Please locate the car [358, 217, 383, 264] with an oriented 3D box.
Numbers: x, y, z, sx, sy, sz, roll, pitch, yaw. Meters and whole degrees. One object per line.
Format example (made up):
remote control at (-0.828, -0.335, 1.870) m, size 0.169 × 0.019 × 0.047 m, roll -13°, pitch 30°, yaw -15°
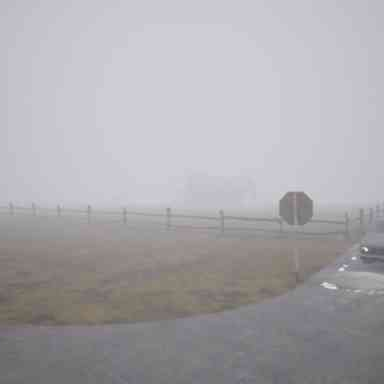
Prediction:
car at (7.212, 1.605, 11.667) m, size 2.033 × 1.411 × 5.357 m, roll -1°, pitch -1°, yaw 35°
